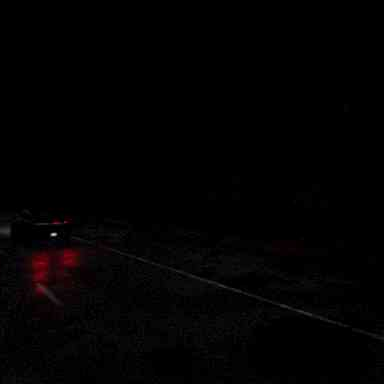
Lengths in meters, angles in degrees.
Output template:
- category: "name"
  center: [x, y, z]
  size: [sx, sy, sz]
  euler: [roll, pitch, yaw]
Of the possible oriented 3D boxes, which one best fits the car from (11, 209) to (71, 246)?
- category: "car"
  center: [-7.214, 1.538, 15.703]
  size: [2.128, 1.511, 4.902]
  euler: [0, 0, -37]
